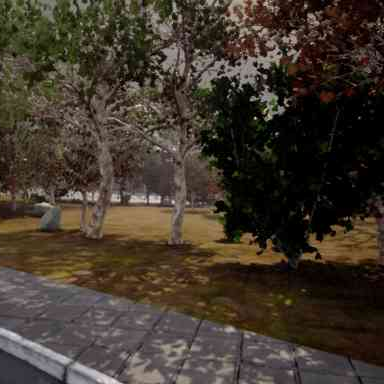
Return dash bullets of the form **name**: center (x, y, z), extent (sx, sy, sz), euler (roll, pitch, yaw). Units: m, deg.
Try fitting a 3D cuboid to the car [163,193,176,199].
- **car**: center (-5.619, 1.055, 95.016), extent (2.435, 2.045, 5.566), euler (6, 1, 41)
